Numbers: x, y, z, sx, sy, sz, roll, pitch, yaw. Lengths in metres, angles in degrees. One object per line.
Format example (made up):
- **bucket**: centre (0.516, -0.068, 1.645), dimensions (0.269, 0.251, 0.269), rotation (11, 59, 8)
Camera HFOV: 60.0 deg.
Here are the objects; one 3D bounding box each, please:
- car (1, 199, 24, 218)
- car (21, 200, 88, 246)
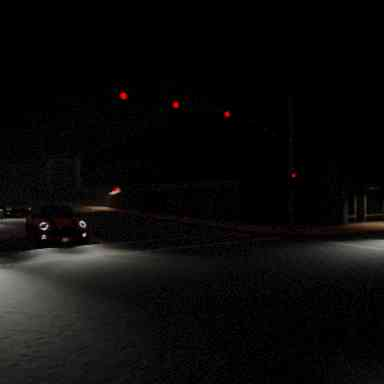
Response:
- **car**: centre (-16.587, 1.461, 31.621), dimensions (2.097, 1.767, 4.553), rotation (0, 0, -32)
- **car**: centre (-6.479, 1.413, 15.716), dimensions (2.097, 1.767, 4.553), rotation (0, 0, -33)
